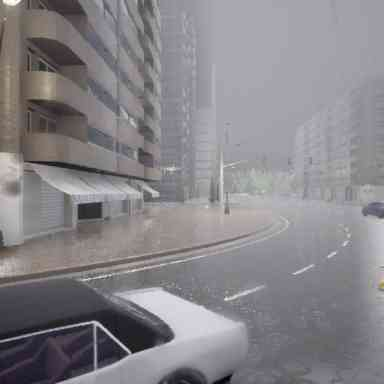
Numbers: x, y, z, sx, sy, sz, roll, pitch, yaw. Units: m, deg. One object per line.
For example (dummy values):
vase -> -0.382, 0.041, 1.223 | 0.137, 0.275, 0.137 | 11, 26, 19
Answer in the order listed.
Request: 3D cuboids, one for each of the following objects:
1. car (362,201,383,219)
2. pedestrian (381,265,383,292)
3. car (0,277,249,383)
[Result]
car -> 16.850, 1.526, 29.439 | 1.812, 1.442, 4.674 | 0, 0, 3
pedestrian -> 3.974, 1.574, 6.433 | 0.375, 1.300, 0.375 | 0, 0, 43
car -> -1.779, 1.601, 2.845 | 4.718, 1.301, 1.895 | 0, 0, -37
